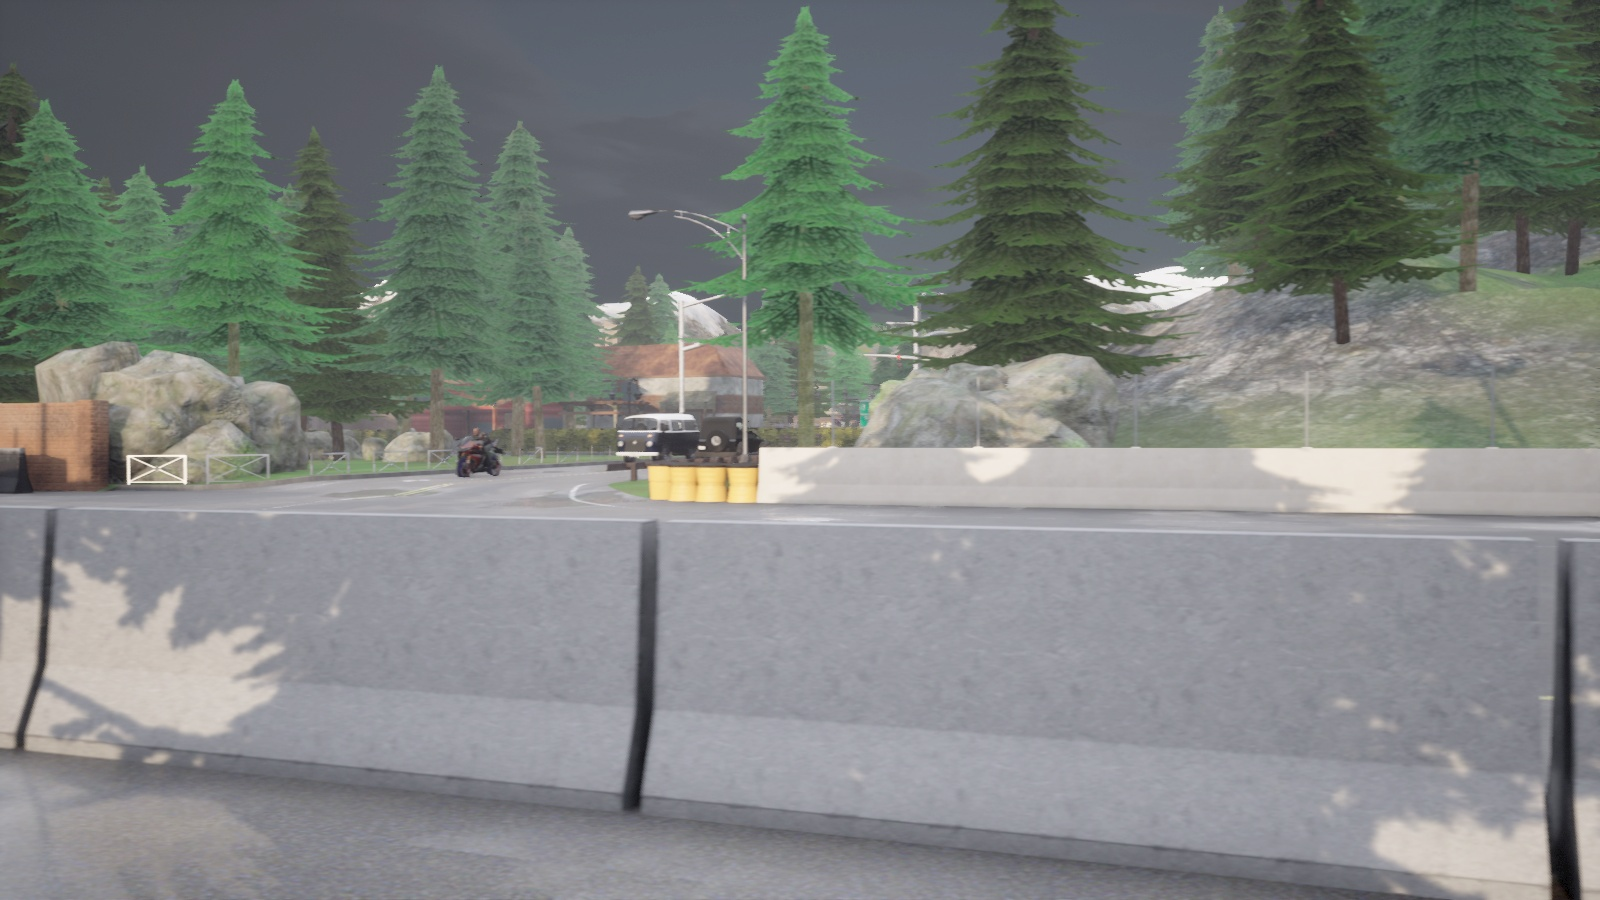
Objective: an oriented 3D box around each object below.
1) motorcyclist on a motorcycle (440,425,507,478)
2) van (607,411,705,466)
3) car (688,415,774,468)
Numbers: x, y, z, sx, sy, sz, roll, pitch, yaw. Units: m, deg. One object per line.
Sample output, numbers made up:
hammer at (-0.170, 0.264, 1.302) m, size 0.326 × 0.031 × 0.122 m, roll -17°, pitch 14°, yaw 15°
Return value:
motorcyclist on a motorcycle at (-9.684, 0.031, 37.381) m, size 0.866 × 1.530 × 2.191 m, roll 1°, pitch 1°, yaw 19°
van at (-5.587, -0.454, 49.167) m, size 2.069 × 2.038 × 4.480 m, roll 1°, pitch 1°, yaw 19°
car at (-2.550, -0.340, 47.246) m, size 1.905 × 1.878 × 3.866 m, roll 1°, pitch 1°, yaw 19°
